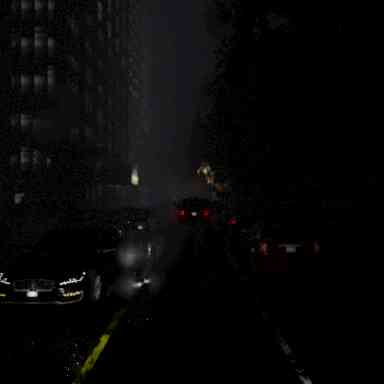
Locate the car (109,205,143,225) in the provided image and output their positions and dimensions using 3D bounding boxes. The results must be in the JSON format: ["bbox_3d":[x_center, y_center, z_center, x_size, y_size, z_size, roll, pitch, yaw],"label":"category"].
[{"bbox_3d":[-5.281,1.828,27.252,1.947,1.339,4.313,0,-1,0],"label":"car"}]

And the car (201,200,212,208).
[{"bbox_3d":[2.640,2.115,60.506,1.887,1.381,4.507,0,-1,0],"label":"car"}]

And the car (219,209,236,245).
[{"bbox_3d":[2.586,1.723,16.145,1.947,1.339,4.313,0,-1,0],"label":"car"}]

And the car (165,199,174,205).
[{"bbox_3d":[-5.221,2.244,76.985,1.752,1.417,4.829,0,-1,0],"label":"car"}]

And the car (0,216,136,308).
[{"bbox_3d":[-2.836,1.587,8.351,1.837,1.490,4.892,0,-1,0],"label":"car"}]

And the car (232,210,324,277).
[{"bbox_3d":[2.579,1.544,10.601,1.967,1.590,4.097,0,-1,0],"label":"car"}]

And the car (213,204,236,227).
[{"bbox_3d":[2.593,1.737,21.860,1.752,1.417,4.829,0,-1,0],"label":"car"}]

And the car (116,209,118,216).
[{"bbox_3d":[-5.288,1.754,21.707,1.887,1.381,4.507,0,-1,0],"label":"car"}]

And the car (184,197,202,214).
[{"bbox_3d":[0.147,1.628,42.631,2.150,2.045,5.566,0,0,0],"label":"car"}]

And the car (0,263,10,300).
[{"bbox_3d":[-5.308,1.365,5.076,2.192,1.841,5.009,0,-1,0],"label":"car"}]

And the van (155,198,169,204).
[{"bbox_3d":[-5.247,1.861,54.978,1.690,1.788,3.998,0,-1,0],"label":"van"}]

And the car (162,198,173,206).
[{"bbox_3d":[-5.227,2.111,71.611,1.967,1.590,4.097,0,-1,0],"label":"car"}]

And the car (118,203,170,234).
[{"bbox_3d":[-2.805,1.690,20.564,2.128,1.511,4.902,0,-1,0],"label":"car"}]

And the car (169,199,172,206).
[{"bbox_3d":[-5.241,2.121,60.521,2.008,1.369,4.403,0,-1,0],"label":"car"}]

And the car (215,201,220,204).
[{"bbox_3d":[2.802,1.913,42.748,1.837,1.490,4.892,0,-1,0],"label":"car"}]

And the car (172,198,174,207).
[{"bbox_3d":[-2.698,2.159,62.954,1.994,1.385,4.181,0,0,1],"label":"car"}]

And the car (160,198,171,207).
[{"bbox_3d":[-5.234,2.061,66.066,1.967,1.590,4.097,0,-1,0],"label":"car"}]

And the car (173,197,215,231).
[{"bbox_3d":[0.127,1.439,22.494,2.150,2.045,5.566,0,-1,0],"label":"car"}]

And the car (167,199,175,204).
[{"bbox_3d":[-5.214,2.352,82.699,1.802,1.307,4.206,0,-1,0],"label":"car"}]

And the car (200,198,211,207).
[{"bbox_3d":[2.646,2.061,66.052,1.967,1.590,4.097,0,-1,0],"label":"car"}]

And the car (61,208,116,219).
[{"bbox_3d":[-5.294,1.597,16.164,1.967,1.590,4.097,0,-1,0],"label":"car"}]
